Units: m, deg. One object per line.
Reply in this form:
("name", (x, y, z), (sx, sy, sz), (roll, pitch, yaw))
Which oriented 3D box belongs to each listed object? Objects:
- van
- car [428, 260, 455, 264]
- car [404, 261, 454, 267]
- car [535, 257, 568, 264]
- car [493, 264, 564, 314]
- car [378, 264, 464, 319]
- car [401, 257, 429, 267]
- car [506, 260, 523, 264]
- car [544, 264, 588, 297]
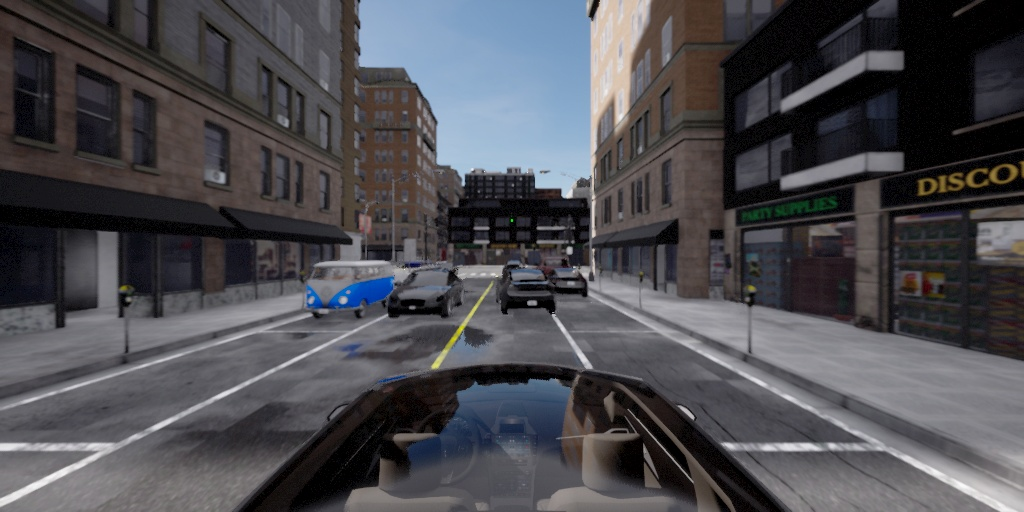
("van", (-5.389, 1.049, 12.360), (1.690, 1.789, 3.998), (0, 0, 0))
("car", (-5.390, 1.206, 29.346), (1.948, 1.339, 4.313), (0, 0, 0))
("car", (-5.390, 1.214, 23.684), (2.007, 1.370, 4.403), (0, 0, 0))
("car", (2.635, 0.978, 23.685), (2.192, 1.841, 5.009), (0, 0, 0))
("car", (0.408, 1.208, 13.531), (1.837, 1.490, 4.892), (0, 0, -5))
("car", (-2.849, 1.211, 12.694), (1.837, 1.490, 4.892), (0, 0, 0))
("car", (-13.198, 0.862, 48.245), (4.553, 1.767, 2.097), (0, 0, 4))
("car", (0.288, 1.134, 32.352), (1.837, 1.490, 4.892), (0, 0, 4))
("car", (2.636, 1.251, 18.023), (1.948, 1.339, 4.313), (0, 0, 0))
